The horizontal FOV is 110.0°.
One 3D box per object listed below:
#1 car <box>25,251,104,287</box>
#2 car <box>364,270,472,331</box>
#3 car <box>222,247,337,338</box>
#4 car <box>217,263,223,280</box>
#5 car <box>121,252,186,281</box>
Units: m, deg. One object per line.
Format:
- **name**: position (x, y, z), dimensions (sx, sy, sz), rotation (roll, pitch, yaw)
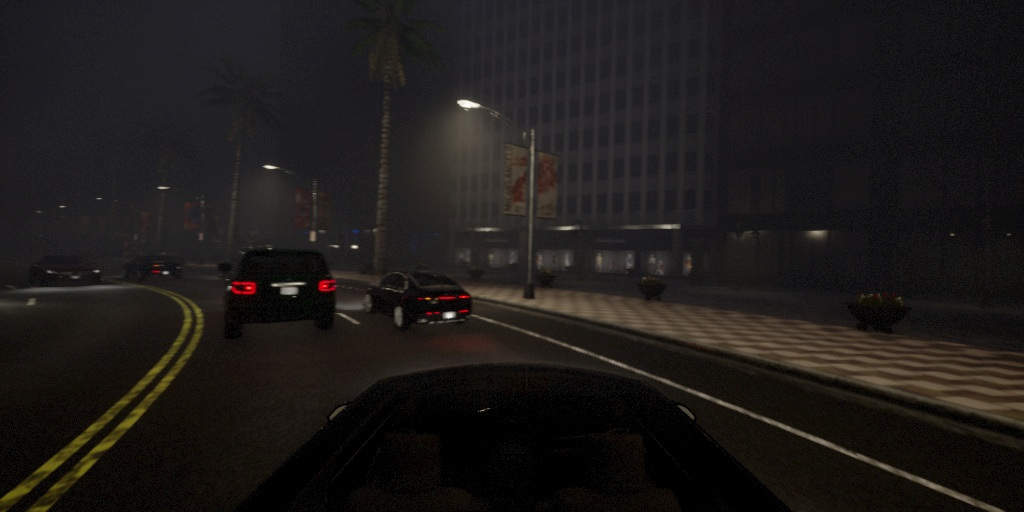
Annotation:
- **car**: position (-22.613, 0.672, 18.111), dimensions (4.674, 1.442, 1.812), rotation (2, 0, 30)
- **car**: position (-2.976, 1.170, 10.787), dimensions (1.837, 1.490, 4.892), rotation (2, 0, -37)
- **car**: position (-6.453, 0.796, 9.790), dimensions (2.150, 2.045, 5.566), rotation (2, 0, -39)
- **car**: position (-16.597, 0.651, 22.654), dimensions (4.553, 1.767, 2.097), rotation (2, 0, 33)
- **car**: position (-22.028, 0.663, 21.941), dimensions (4.892, 1.490, 1.837), rotation (2, 0, 31)
